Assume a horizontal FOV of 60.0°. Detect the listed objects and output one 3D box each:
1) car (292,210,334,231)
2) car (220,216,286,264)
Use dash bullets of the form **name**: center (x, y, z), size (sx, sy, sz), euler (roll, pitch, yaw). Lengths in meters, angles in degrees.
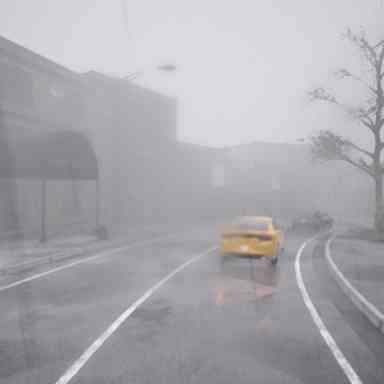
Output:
- **car**: center (9.097, 2.033, 24.829), size (1.994, 1.385, 4.181), euler (0, -1, 39)
- **car**: center (2.475, 1.669, 12.788), size (1.882, 1.535, 5.008), euler (0, -1, 19)
